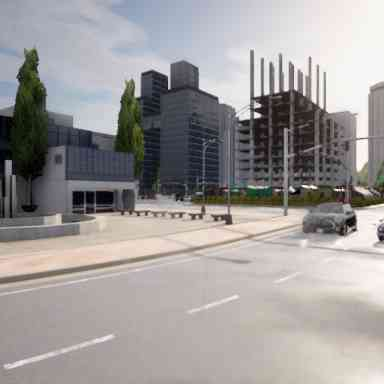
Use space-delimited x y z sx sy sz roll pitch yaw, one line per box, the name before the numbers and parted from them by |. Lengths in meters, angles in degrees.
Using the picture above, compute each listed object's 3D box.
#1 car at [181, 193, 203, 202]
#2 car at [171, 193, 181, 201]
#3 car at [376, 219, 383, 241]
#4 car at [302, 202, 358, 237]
car | -0.054 1.480 74.901 1.970 1.475 3.806 0 0 37
car | -2.351 1.240 76.663 1.905 1.878 3.866 0 0 37
car | 10.379 1.579 16.240 2.033 1.411 5.357 0 0 37
car | 7.792 1.382 18.628 2.097 1.767 4.553 0 0 36
